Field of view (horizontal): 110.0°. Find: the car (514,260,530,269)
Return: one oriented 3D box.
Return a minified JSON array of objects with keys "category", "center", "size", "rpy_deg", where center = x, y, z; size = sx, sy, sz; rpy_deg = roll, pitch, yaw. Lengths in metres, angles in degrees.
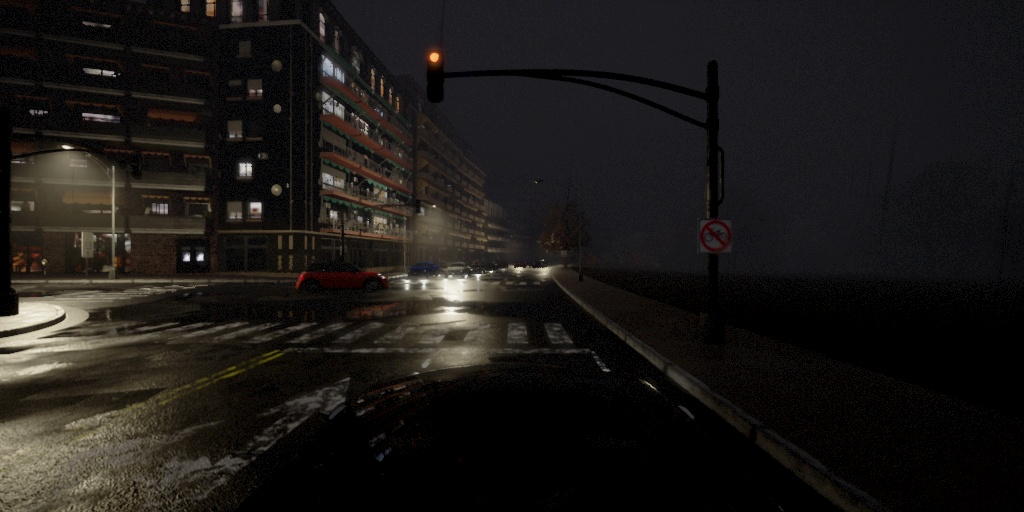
[{"category":"car","center":[1.521,1.538,64.974],"size":[2.033,1.411,5.357],"rpy_deg":[0,0,9]}]

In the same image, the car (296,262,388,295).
[{"category":"car","center":[-9.360,1.133,20.056],"size":[4.553,1.767,2.097],"rpy_deg":[0,0,-24]}]

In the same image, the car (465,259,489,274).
[{"category":"car","center":[-4.441,1.382,43.981],"size":[1.837,1.490,4.892],"rpy_deg":[0,0,6]}]

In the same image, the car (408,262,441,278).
[{"category":"car","center":[-8.519,1.312,34.804],"size":[1.882,1.535,5.008],"rpy_deg":[0,0,4]}]

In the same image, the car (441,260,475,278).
[{"category":"car","center":[-5.233,1.362,35.128],"size":[1.812,1.442,4.674],"rpy_deg":[0,0,5]}]

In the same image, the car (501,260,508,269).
[{"category":"car","center":[-1.899,1.461,64.271],"size":[1.882,1.535,5.008],"rpy_deg":[0,0,9]}]

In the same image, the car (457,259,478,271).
[{"category":"car","center":[-6.585,1.276,54.010],"size":[2.097,1.767,4.553],"rpy_deg":[0,0,7]}]

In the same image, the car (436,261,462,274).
[{"category":"car","center":[-7.672,1.356,44.336],"size":[1.882,1.535,5.008],"rpy_deg":[0,0,6]}]

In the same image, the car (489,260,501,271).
[{"category":"car","center":[-3.323,1.489,53.902],"size":[1.994,1.385,4.181],"rpy_deg":[0,0,8]}]
